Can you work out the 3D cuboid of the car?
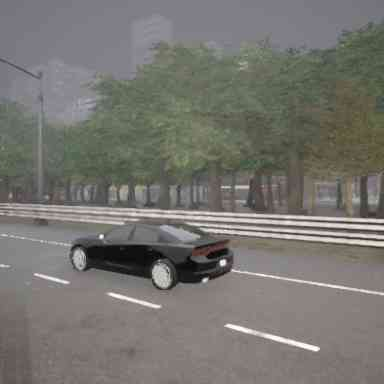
[{"bbox_3d":[-1.301,1.494,9.106,5.008,1.535,1.882,0,0,36],"label":"car"}]
